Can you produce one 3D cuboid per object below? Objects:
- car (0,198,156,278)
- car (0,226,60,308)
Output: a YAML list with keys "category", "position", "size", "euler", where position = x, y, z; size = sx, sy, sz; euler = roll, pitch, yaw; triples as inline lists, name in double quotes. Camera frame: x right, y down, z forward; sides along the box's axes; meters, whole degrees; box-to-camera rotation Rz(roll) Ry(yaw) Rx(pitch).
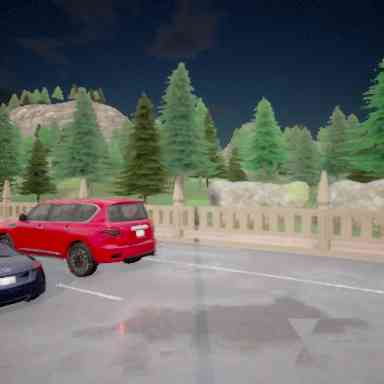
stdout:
- category: "car"
  position: [-3.701, 1.197, 10.250]
  size: [5.566, 2.045, 2.150]
  euler: [0, 0, 30]
- category: "car"
  position: [-5.011, 1.552, 6.917]
  size: [4.181, 1.385, 1.994]
  euler: [0, 0, 31]
